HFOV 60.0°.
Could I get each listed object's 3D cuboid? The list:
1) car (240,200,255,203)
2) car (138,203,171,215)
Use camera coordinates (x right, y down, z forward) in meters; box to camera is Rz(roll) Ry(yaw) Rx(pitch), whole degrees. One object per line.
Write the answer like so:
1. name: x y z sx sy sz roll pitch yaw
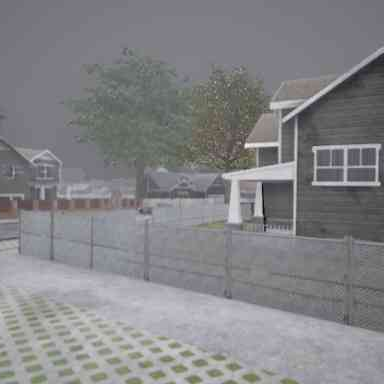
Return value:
1. car: 8.730 1.989 52.402 1.882 1.535 5.008 1 0 43
2. car: -3.727 1.840 36.122 1.895 1.301 4.718 1 0 32
